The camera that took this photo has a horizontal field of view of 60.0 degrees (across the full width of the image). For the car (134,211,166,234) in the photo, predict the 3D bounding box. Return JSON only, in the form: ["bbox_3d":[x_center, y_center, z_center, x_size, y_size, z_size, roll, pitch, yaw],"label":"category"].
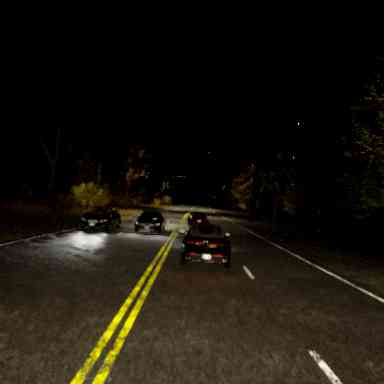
[{"bbox_3d":[-2.890,2.098,23.784,1.812,1.442,4.674,4,-2,0],"label":"car"}]

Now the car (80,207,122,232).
[{"bbox_3d":[-6.133,1.799,22.945,2.128,1.511,4.902,4,-2,0],"label":"car"}]

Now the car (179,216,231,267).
[{"bbox_3d":[0.517,2.018,13.679,1.837,1.490,4.892,4,-2,0],"label":"car"}]

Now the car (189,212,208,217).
[{"bbox_3d":[0.589,2.636,31.781,1.994,1.385,4.181,4,-2,0],"label":"car"}]
